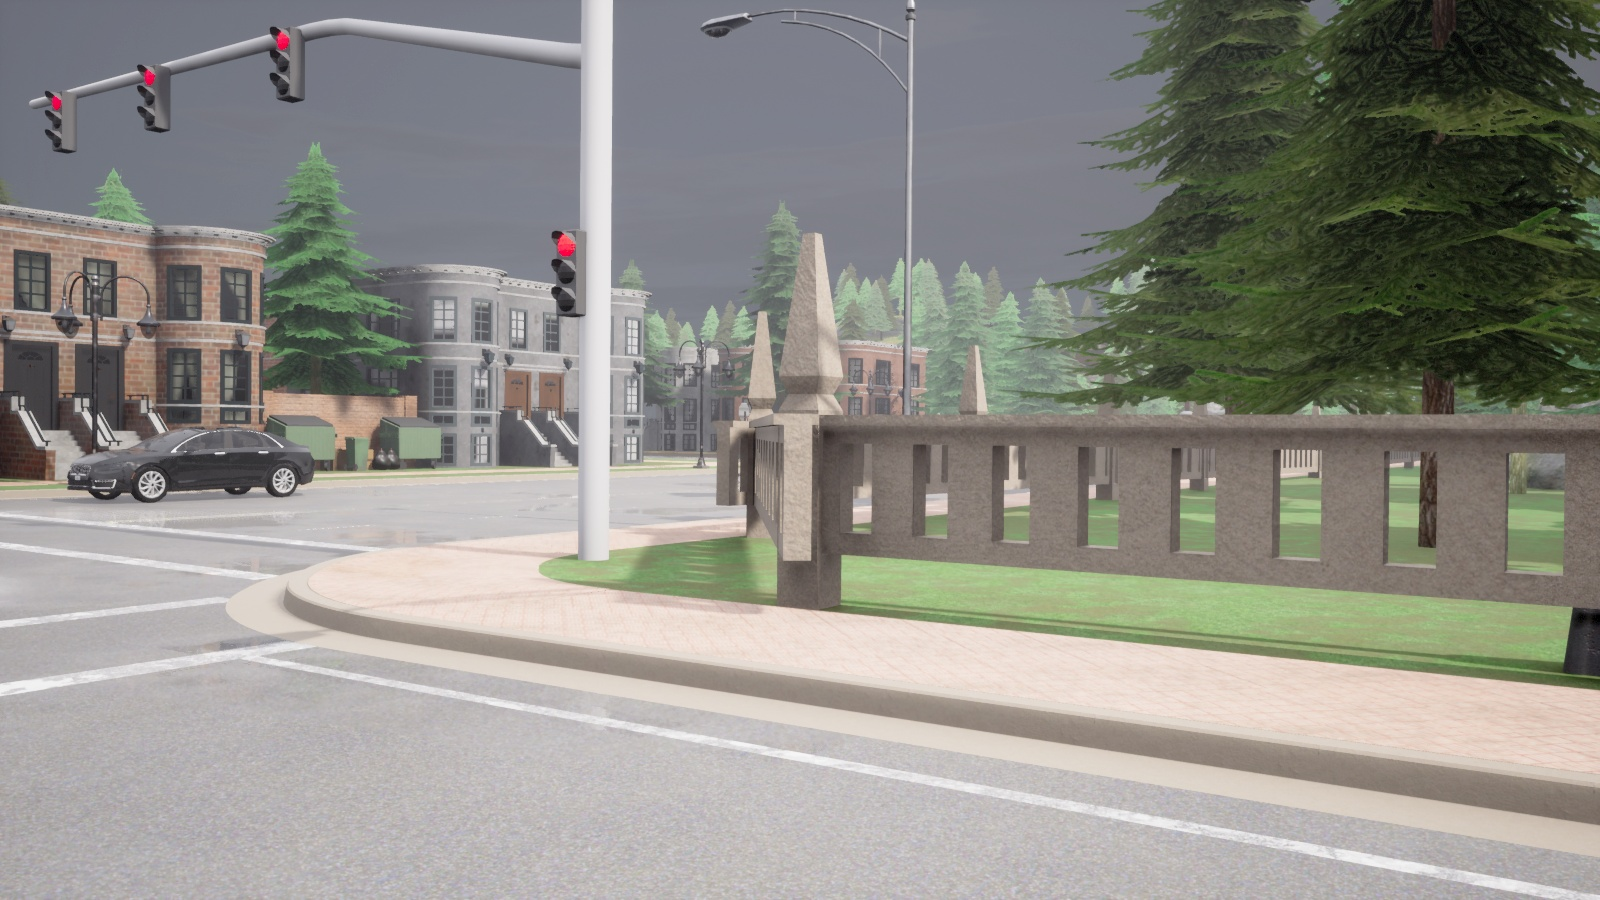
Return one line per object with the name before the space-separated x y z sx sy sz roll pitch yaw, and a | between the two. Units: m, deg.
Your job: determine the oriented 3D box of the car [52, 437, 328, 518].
car | -12.508 0.493 26.110 1.837 1.490 4.892 0 1 34
